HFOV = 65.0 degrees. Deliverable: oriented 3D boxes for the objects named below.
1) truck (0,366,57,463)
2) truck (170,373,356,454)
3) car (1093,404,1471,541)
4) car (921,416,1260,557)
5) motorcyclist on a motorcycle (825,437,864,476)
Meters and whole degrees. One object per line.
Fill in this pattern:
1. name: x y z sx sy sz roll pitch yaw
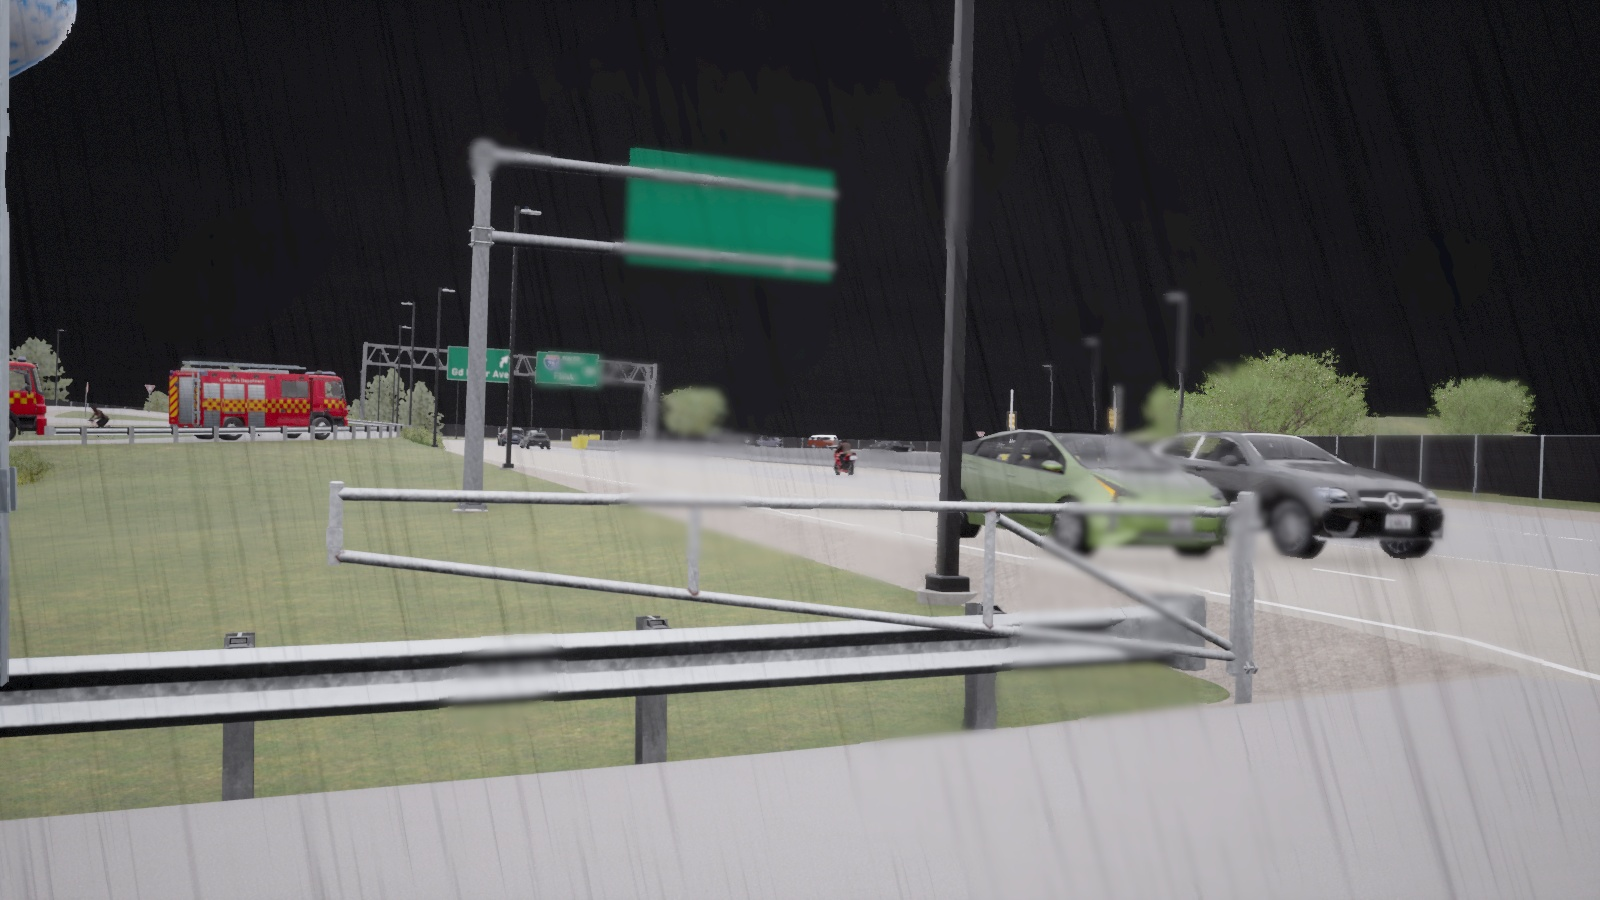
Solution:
1. truck: -34.565 -1.385 49.968 8.468 3.827 2.891 -2 2 -32
2. truck: -27.217 -1.862 64.112 2.891 3.827 8.468 1 2 33
3. car: 6.530 0.261 17.787 2.152 1.651 5.027 1 0 -21
4. car: 3.465 0.384 16.001 2.007 1.525 4.514 1 0 -21
5. motorcyclist on a motorcycle: 1.755 0.254 49.737 0.797 1.523 2.044 1 0 -21
